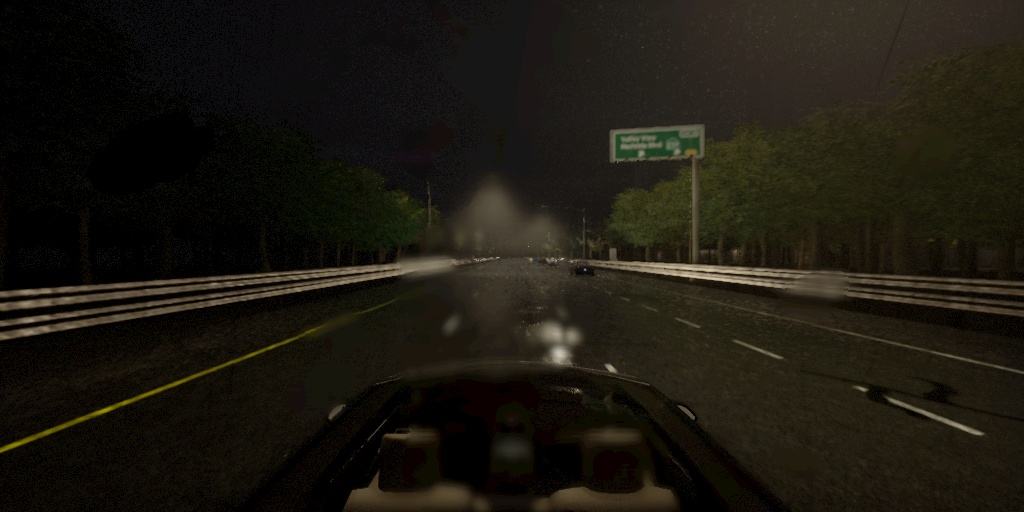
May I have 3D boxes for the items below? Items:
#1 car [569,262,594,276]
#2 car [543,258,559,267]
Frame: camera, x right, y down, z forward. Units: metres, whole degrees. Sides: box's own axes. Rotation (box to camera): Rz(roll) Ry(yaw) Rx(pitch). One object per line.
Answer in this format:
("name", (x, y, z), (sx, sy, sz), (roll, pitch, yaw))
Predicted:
("car", (7.033, 1.313, 36.478), (1.994, 1.385, 4.181), (0, 0, 0))
("car", (7.059, 1.347, 63.452), (1.895, 1.301, 4.718), (0, 0, 0))
